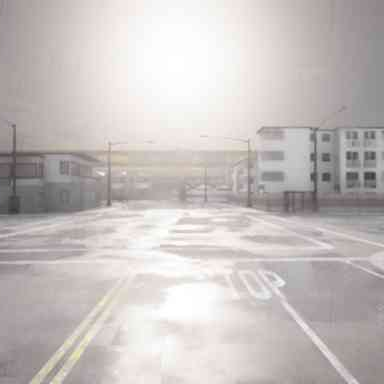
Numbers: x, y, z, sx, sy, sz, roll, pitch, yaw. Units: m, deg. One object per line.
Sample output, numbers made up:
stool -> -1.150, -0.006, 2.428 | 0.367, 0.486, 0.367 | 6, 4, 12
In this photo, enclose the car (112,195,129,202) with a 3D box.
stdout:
car -> -16.245, 1.442, 75.735 | 4.892, 1.490, 1.837 | 0, -1, 44
